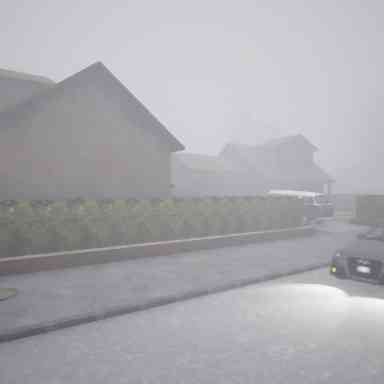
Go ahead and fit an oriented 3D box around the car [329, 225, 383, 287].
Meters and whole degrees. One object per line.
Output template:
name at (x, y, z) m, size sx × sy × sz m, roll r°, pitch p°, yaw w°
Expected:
car at (5.439, 1.559, 8.628) m, size 4.181 × 1.385 × 1.994 m, roll 0°, pitch -1°, yaw -36°
